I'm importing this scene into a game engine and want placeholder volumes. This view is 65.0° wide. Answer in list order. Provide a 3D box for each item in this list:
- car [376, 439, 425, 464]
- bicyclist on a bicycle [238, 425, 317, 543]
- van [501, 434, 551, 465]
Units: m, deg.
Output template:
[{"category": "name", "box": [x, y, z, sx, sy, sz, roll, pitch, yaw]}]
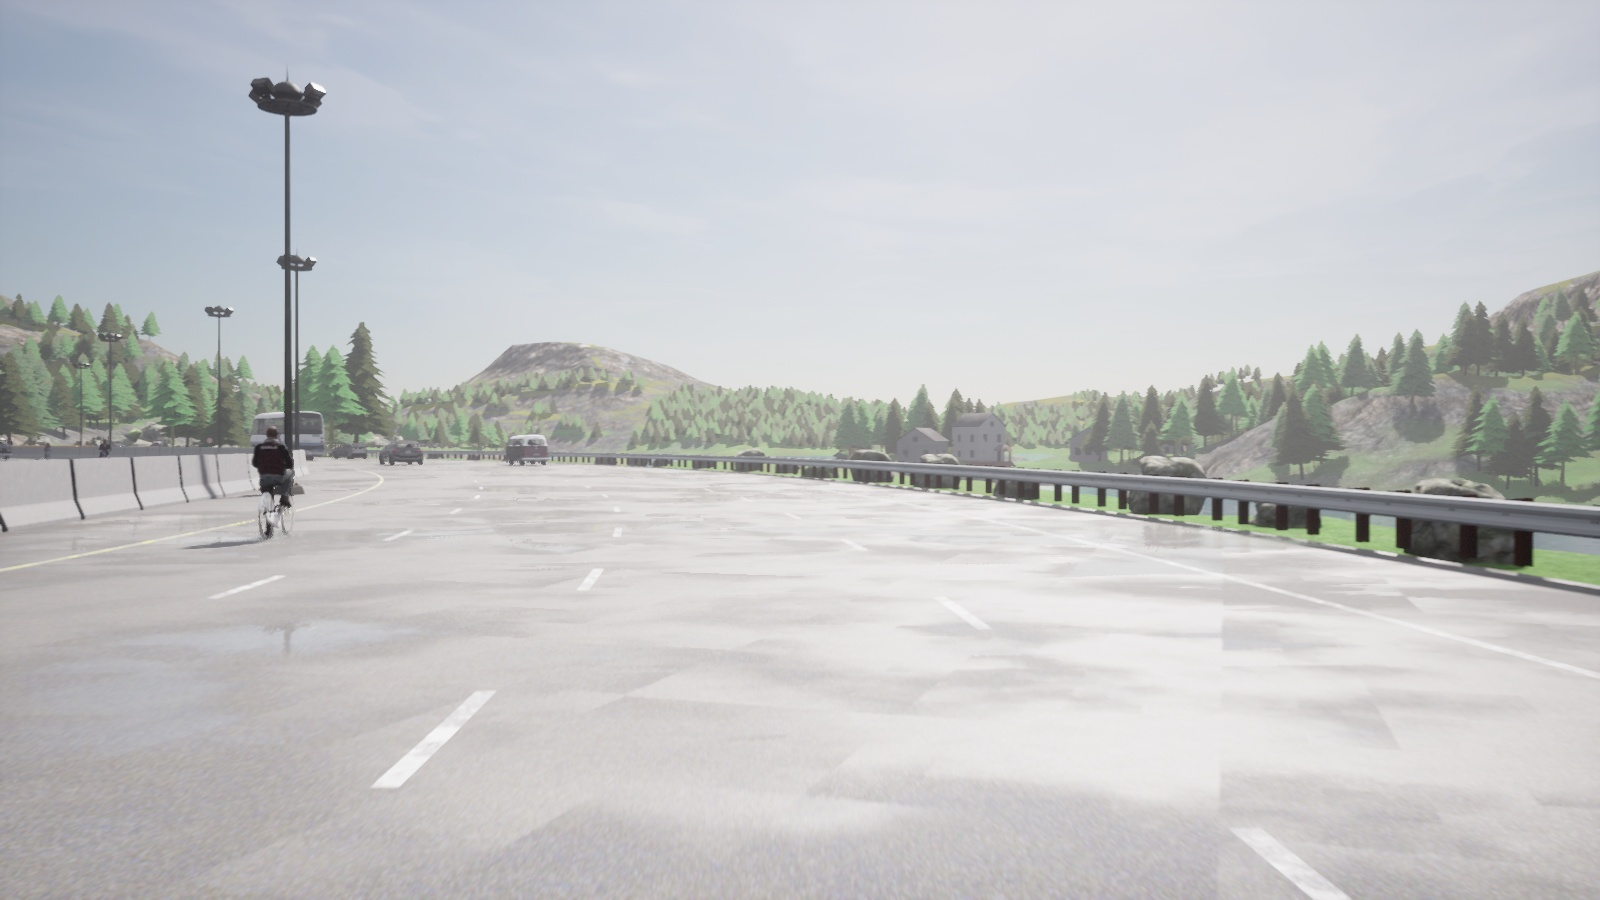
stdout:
[{"category": "car", "box": [-27.638, 0.084, 86.743, 2.242, 1.667, 4.611, 0, 0, -31]}, {"category": "bicyclist on a bicycle", "box": [-8.229, 0.500, 19.859, 0.659, 1.776, 1.843, -1, 1, -7]}, {"category": "van", "box": [-18.541, -0.021, 84.956, 2.069, 2.038, 4.480, 0, 0, -29]}]
